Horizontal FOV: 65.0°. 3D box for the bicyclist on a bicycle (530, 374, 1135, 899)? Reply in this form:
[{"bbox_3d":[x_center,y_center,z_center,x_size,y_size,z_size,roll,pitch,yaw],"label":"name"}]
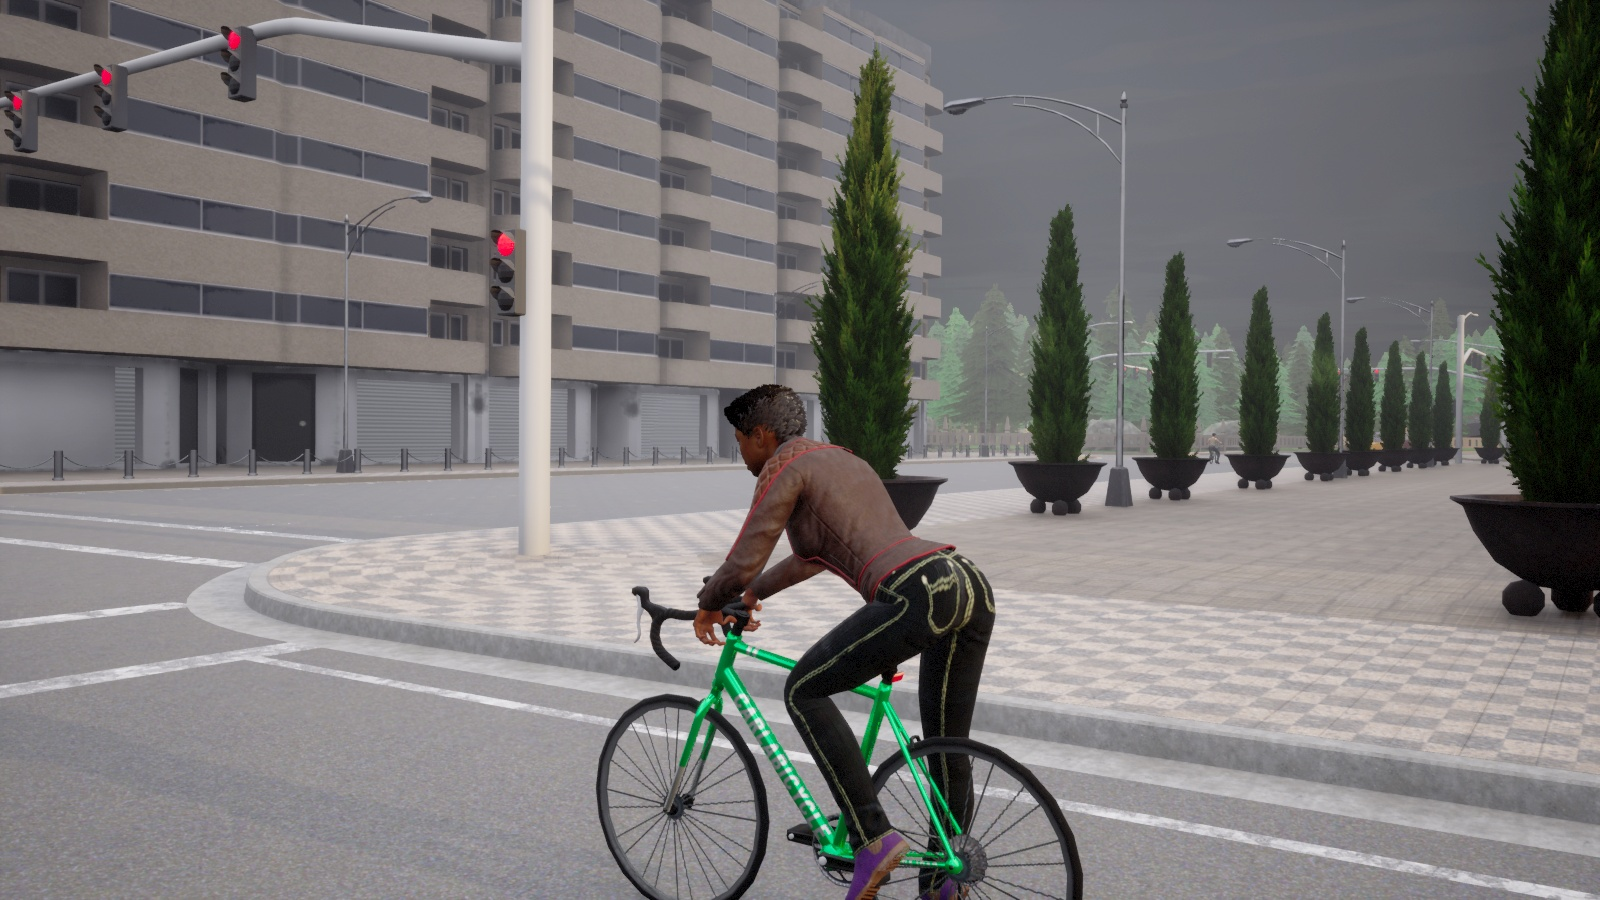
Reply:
[{"bbox_3d":[0.045,0.635,3.593,1.656,1.620,0.582,0,1,34],"label":"bicyclist on a bicycle"}]
